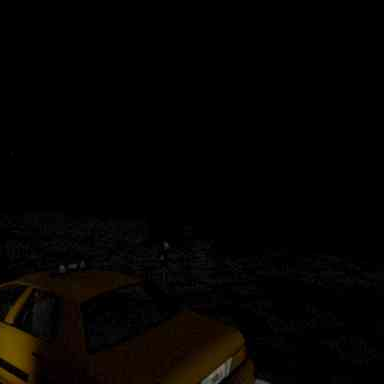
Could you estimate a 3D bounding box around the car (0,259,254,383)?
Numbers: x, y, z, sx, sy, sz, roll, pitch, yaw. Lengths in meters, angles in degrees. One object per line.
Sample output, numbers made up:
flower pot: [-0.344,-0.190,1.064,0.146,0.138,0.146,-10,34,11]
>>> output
car: [-1.667,1.526,4.156,4.829,1.417,1.752,0,0,36]
